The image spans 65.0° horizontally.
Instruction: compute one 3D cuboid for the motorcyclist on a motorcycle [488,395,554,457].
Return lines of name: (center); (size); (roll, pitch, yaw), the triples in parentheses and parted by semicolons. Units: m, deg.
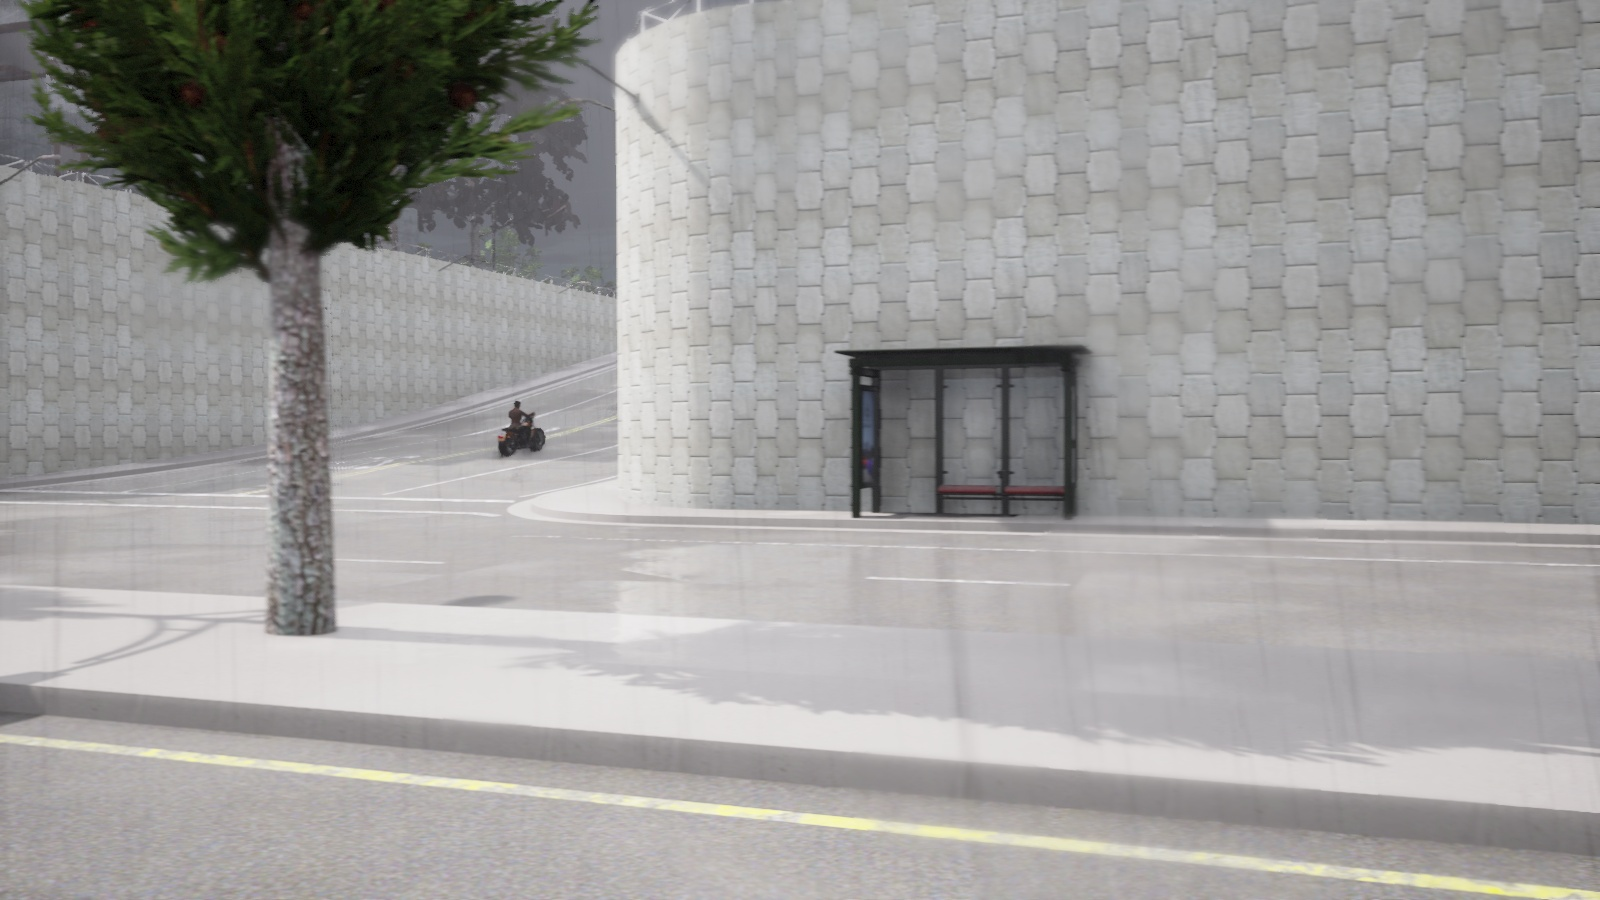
motorcyclist on a motorcycle: (-8.235, -0.739, 37.153); (0.766, 1.649, 2.350); (2, 6, 19)
